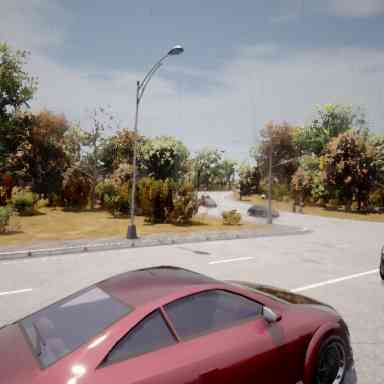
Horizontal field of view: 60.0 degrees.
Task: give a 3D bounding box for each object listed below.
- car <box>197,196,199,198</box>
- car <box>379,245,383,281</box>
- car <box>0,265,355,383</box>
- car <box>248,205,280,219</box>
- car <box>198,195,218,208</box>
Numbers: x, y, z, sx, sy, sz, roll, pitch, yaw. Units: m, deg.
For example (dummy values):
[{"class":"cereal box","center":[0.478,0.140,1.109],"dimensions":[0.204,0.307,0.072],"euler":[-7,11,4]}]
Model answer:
[{"class":"car","center":[0.252,1.090,70.583],"dimensions":[2.097,1.767,4.553],"euler":[2,2,-9]},{"class":"car","center":[6.967,1.486,8.771],"dimensions":[4.553,1.767,2.097],"euler":[2,-1,-36]},{"class":"car","center":[-0.051,1.571,3.713],"dimensions":[4.181,1.385,1.994],"euler":[0,0,-36]},{"class":"car","center":[8.357,2.281,39.085],"dimensions":[1.837,1.490,4.892],"euler":[3,0,-22]},{"class":"car","center":[2.877,1.885,55.987],"dimensions":[1.812,1.442,4.674],"euler":[2,2,-13]}]
